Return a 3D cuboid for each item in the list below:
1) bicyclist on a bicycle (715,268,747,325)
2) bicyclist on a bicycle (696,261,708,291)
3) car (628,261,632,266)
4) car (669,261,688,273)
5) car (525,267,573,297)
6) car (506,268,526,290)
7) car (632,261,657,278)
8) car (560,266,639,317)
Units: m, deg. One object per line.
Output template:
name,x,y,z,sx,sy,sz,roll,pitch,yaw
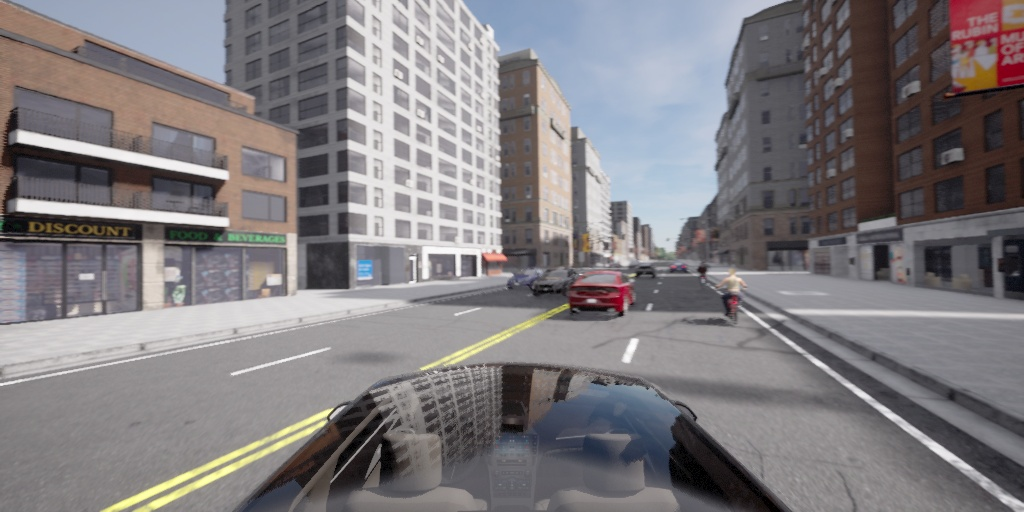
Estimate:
bicyclist on a bicycle,6.614,1.175,10.773,0.866,1.612,1.509,-1,-1,24
bicyclist on a bicycle,11.195,1.151,21.083,0.659,1.776,1.843,-1,-1,24
car,21.086,1.599,61.683,1.882,1.535,5.008,-1,-1,24
car,20.945,1.424,45.077,1.812,1.442,4.674,-1,-1,24
car,2.660,1.434,20.299,1.837,1.490,4.892,-1,-1,24
car,1.237,1.540,25.110,1.812,1.442,4.674,-1,-1,24
car,13.738,1.432,36.807,1.837,1.490,4.892,-1,-1,24
car,3.578,1.310,13.853,1.882,1.535,5.008,-1,-1,24
